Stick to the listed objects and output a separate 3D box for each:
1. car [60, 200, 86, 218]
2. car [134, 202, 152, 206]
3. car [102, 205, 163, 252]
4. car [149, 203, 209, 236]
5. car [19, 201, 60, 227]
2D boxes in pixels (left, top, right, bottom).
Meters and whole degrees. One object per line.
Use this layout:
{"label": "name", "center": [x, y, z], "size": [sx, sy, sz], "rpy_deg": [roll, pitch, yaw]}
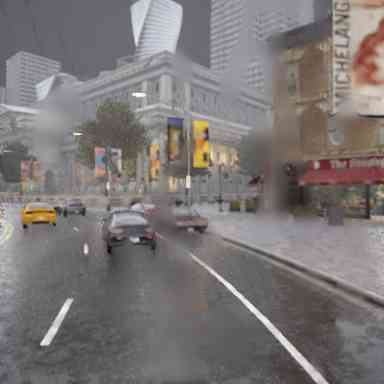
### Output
{"label": "car", "center": [-10.875, 1.419, 29.239], "size": [2.128, 1.511, 4.902], "rpy_deg": [0, 0, -37]}
{"label": "car", "center": [-3.316, 1.433, 23.310], "size": [2.002, 1.452, 4.674], "rpy_deg": [0, 0, -29]}
{"label": "car", "center": [-2.660, 1.478, 13.664], "size": [1.812, 1.442, 4.674], "rpy_deg": [0, 0, -17]}
{"label": "car", "center": [-0.784, 1.517, 18.169], "size": [1.895, 1.301, 4.718], "rpy_deg": [0, 0, -19]}
{"label": "car", "center": [-10.451, 1.434, 22.443], "size": [1.882, 1.535, 5.008], "rpy_deg": [0, 0, -30]}
